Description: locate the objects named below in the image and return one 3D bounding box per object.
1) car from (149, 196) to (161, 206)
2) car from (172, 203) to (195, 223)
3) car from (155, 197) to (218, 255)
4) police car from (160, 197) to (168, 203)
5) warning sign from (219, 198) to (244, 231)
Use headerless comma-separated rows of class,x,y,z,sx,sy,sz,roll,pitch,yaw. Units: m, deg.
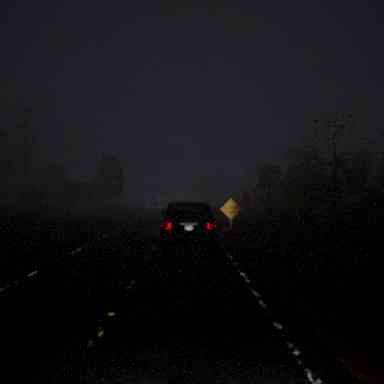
car,-8.072,2.164,71.296,1.882,1.535,5.008,0,-1,-8
car,-0.811,1.785,29.378,1.837,1.490,4.892,0,0,-3
car,-0.168,1.349,14.087,2.150,2.045,5.566,0,0,-1
police car,-8.025,2.347,94.508,1.930,1.638,5.238,0,-1,-11
warning sign,2.308,1.299,19.661,1.300,1.860,1.060,0,0,-2
